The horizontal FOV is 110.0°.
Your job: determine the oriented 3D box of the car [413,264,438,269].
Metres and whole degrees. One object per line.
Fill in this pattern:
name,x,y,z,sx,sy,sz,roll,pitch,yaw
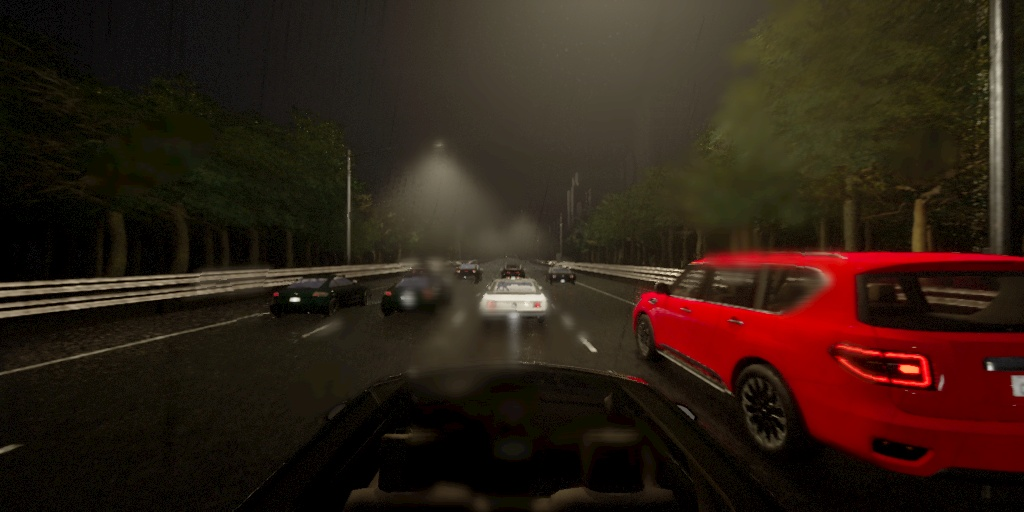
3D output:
car,-6.905,1.406,29.075,1.837,1.490,4.892,0,0,0

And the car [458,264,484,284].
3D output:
car,-3.405,1.392,29.087,2.128,1.511,4.902,0,0,0

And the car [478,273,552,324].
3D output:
car,0.093,1.407,12.159,1.895,1.301,4.718,0,0,0

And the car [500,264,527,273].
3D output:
car,0.095,1.406,29.078,1.837,1.490,4.892,0,0,0

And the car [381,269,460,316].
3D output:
car,-3.407,1.378,13.720,1.994,1.385,4.181,0,0,0

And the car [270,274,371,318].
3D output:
car,-6.908,1.376,13.423,1.994,1.385,4.181,0,0,0

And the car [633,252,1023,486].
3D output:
car,3.567,0.990,5.118,2.150,2.045,5.566,0,0,0

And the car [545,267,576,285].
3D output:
car,3.594,1.493,27.524,1.895,1.301,4.718,0,0,0
